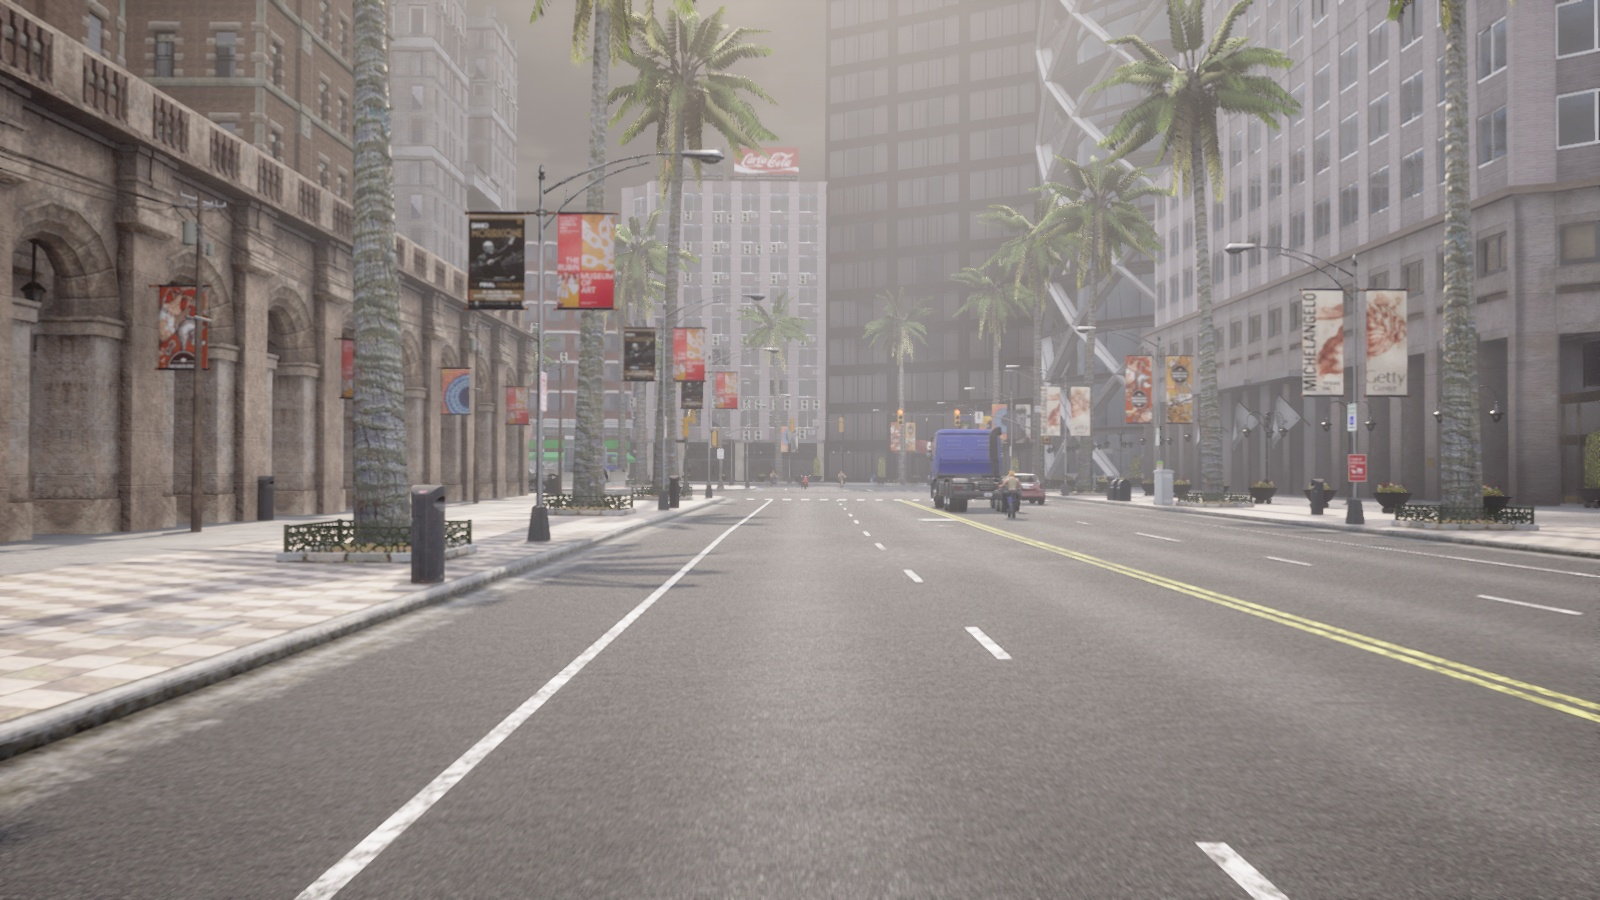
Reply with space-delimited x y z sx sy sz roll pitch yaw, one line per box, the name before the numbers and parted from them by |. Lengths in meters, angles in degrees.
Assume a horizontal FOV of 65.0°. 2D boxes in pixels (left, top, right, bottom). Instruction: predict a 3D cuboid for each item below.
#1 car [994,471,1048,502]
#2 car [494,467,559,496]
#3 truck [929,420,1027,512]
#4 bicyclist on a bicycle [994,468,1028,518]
car | 10.703 1.760 61.084 1.970 1.475 3.806 0 -1 1
car | -18.046 2.073 83.018 3.866 1.878 1.905 0 -1 1
truck | 7.116 0.663 51.290 2.891 3.462 7.936 0 -1 0
bicyclist on a bicycle | 7.033 1.424 41.867 0.866 1.612 1.509 0 -1 0
